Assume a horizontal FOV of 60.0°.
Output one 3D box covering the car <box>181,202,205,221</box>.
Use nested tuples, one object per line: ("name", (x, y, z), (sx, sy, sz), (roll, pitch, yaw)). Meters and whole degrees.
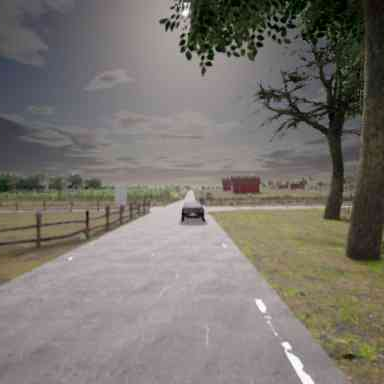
("car", (0.093, 1.551, 27.805), (1.882, 1.535, 5.008), (0, 0, 0))
